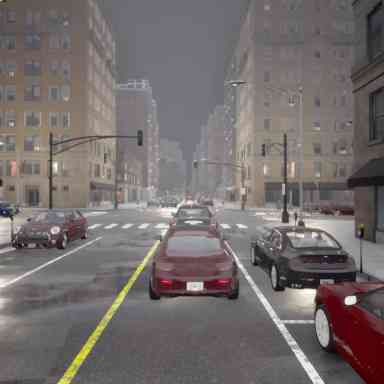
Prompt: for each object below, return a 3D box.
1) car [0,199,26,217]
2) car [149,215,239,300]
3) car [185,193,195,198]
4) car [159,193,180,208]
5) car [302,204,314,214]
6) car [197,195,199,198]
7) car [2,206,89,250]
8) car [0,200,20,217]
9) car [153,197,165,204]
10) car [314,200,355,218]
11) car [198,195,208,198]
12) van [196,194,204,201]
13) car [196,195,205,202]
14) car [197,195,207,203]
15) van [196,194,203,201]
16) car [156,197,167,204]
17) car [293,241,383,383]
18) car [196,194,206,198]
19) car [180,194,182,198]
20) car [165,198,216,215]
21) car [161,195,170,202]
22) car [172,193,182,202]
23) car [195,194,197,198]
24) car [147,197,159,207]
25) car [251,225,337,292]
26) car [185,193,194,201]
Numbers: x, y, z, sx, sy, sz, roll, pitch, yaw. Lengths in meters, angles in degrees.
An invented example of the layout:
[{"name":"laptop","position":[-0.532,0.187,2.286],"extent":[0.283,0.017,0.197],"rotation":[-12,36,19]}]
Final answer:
[{"name":"car","position":[-18.032,1.416,30.187],"extent":[4.902,1.511,2.128],"rotation":[0,0,0]},{"name":"car","position":[0.018,1.528,8.277],"extent":[1.812,1.442,4.674],"rotation":[0,0,-1]},{"name":"car","position":[-0.550,1.341,79.392],"extent":[2.150,2.045,5.566],"rotation":[0,0,-1]},{"name":"car","position":[-3.272,1.390,48.456],"extent":[2.097,1.767,4.553],"rotation":[0,0,-1]},{"name":"car","position":[14.634,1.647,37.153],"extent":[4.674,1.442,1.812],"rotation":[0,0,1]},{"name":"car","position":[2.367,1.622,58.172],"extent":[1.947,1.339,4.313],"rotation":[0,0,-1]},{"name":"car","position":[-5.880,1.445,14.209],"extent":[1.967,1.590,4.097],"rotation":[0,0,0]},{"name":"car","position":[-17.156,1.123,26.946],"extent":[5.566,2.045,2.150],"rotation":[0,0,0]},{"name":"car","position":[-6.222,1.613,63.586],"extent":[1.887,1.381,4.507],"rotation":[0,0,-1]},{"name":"car","position":[14.251,1.542,30.443],"extent":[5.008,1.535,1.882],"rotation":[0,0,0]},{"name":"car","position":[2.431,1.590,52.666],"extent":[1.887,1.381,4.507],"rotation":[0,0,-1]},{"name":"van","position":[2.049,1.480,85.707],"extent":[1.690,1.788,3.998],"rotation":[0,0,-1]},{"name":"car","position":[2.112,1.559,80.199],"extent":[1.967,1.590,4.097],"rotation":[0,0,-1]},{"name":"car","position":[2.176,1.540,74.693],"extent":[1.967,1.590,4.097],"rotation":[0,0,-1]},{"name":"van","position":[1.985,1.503,91.214],"extent":[1.690,1.788,3.998],"rotation":[0,0,-1]},{"name":"car","position":[-6.286,1.665,69.094],"extent":[1.802,1.307,4.206],"rotation":[0,0,-1]},{"name":"car","position":[2.669,1.545,3.248],"extent":[1.887,1.381,4.507],"rotation":[0,0,0]},{"name":"car","position":[2.301,1.594,63.849],"extent":[1.752,1.417,4.829],"rotation":[0,0,-1]},{"name":"car","position":[-3.432,1.603,67.257],"extent":[1.812,1.442,4.674],"rotation":[0,0,0]},{"name":"car","position":[0.066,1.357,15.581],"extent":[2.097,1.767,4.553],"rotation":[0,0,0]},{"name":"car","position":[-6.412,1.558,80.110],"extent":[1.967,1.590,4.097],"rotation":[0,0,-1]},{"name":"car","position":[-3.532,1.335,77.788],"extent":[2.150,2.045,5.566],"rotation":[0,0,-1]},{"name":"car","position":[2.240,1.398,69.186],"extent":[2.192,1.841,5.009],"rotation":[0,0,-1]},{"name":"car","position":[-6.094,1.595,52.571],"extent":[2.008,1.369,4.403],"rotation":[0,0,-1]},{"name":"car","position":[2.657,1.553,8.739],"extent":[2.008,1.369,4.403],"rotation":[0,0,0]},{"name":"car","position":[-0.674,1.382,90.111],"extent":[2.150,2.045,5.566],"rotation":[0,0,-1]}]
